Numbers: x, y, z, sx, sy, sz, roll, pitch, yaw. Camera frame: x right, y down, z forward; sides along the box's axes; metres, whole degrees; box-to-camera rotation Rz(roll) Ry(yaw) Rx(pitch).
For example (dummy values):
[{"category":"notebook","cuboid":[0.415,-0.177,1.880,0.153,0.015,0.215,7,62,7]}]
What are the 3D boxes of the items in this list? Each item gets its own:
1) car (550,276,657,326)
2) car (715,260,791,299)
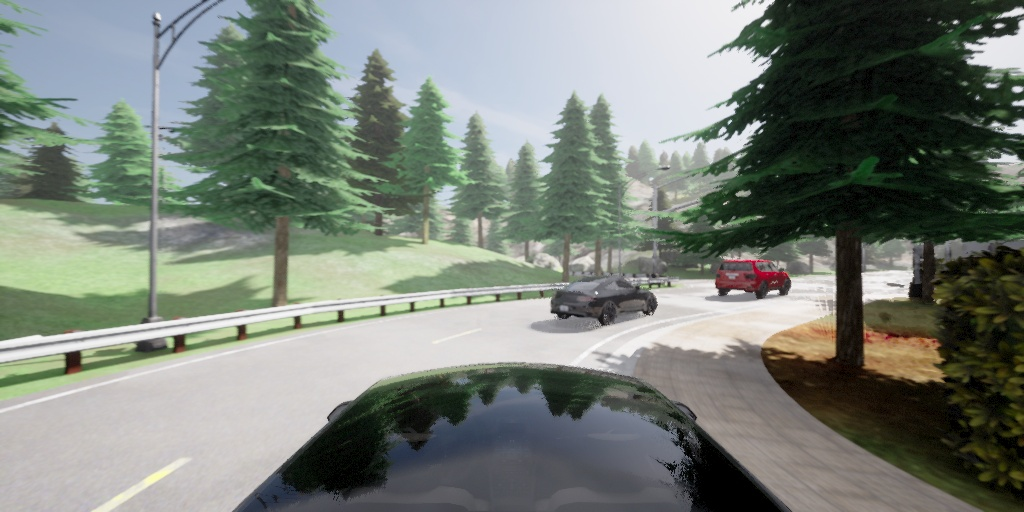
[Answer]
[{"category":"car","cuboid":[3.221,1.412,12.315,4.674,1.442,1.812,0,-1,-44]},{"category":"car","cuboid":[13.684,1.230,20.341,5.566,2.045,2.150,0,-1,-36]}]
